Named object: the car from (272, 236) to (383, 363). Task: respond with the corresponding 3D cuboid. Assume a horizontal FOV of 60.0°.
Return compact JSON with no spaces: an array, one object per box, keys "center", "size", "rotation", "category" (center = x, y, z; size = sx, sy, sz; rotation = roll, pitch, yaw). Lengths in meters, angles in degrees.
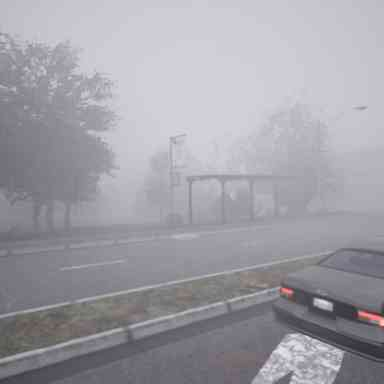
[{"center":[3.757,1.503,5.808],"size":[5.357,1.411,2.033],"rotation":[0,0,-35],"category":"car"}]
